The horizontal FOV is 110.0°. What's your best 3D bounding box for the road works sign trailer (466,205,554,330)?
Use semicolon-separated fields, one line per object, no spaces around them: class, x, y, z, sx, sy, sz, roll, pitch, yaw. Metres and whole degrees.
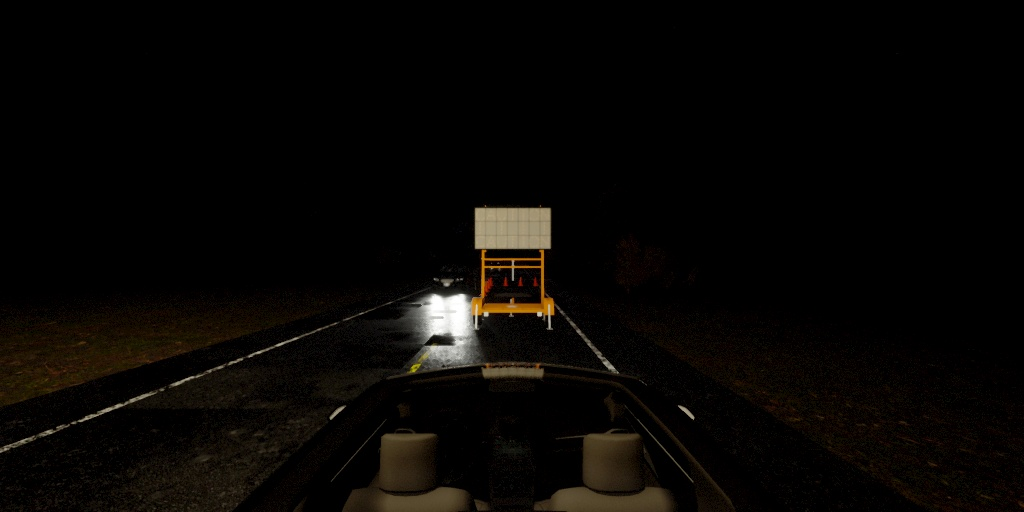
road works sign trailer;0.028;0.215;11.140;2.380;3.560;2.880;0;0;0

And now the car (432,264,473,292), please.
car;-3.440;1.245;21.404;2.128;1.511;4.902;0;0;0
